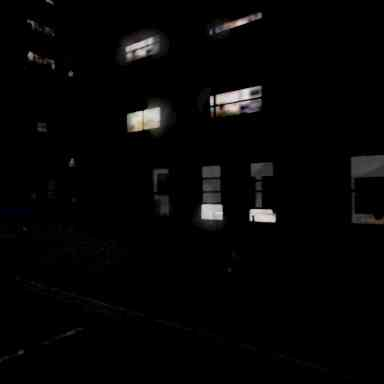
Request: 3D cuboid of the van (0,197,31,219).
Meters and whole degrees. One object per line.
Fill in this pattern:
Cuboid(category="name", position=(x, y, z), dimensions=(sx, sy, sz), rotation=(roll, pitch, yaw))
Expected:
Cuboid(category="van", position=(-14.879, 1.307, 26.292), dimensions=(1.690, 1.788, 3.998), rotation=(0, 0, 35))

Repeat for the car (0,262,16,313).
Cuboid(category="car", position=(-5.069, 1.570, 6.357), dimensions=(4.313, 1.339, 1.947), rotation=(0, -1, 36))

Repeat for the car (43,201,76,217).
Cuboid(category="car", position=(-11.621, 1.513, 30.898), dimensions=(1.802, 1.307, 4.206), rotation=(0, 0, 35))
